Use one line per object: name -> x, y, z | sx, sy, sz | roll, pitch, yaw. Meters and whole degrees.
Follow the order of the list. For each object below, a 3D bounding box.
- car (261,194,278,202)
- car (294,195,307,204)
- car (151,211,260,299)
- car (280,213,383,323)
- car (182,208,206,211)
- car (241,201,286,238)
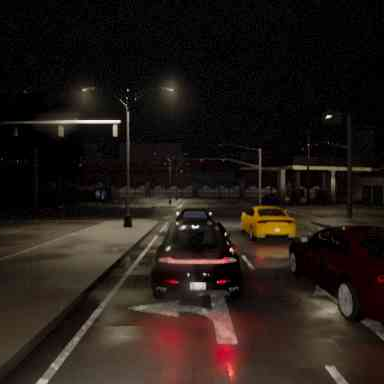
car -> 13.240, 1.154, 56.736 | 2.242, 1.667, 4.611 | 0, 0, 0
car -> 18.986, 1.312, 57.496 | 1.970, 1.475, 3.806 | 0, 0, 0
car -> 0.104, 1.470, 8.398 | 2.128, 1.511, 4.902 | 0, 0, 0
car -> 3.603, 1.459, 7.237 | 1.882, 1.535, 5.008 | 0, 0, 0
car -> 0.111, 1.521, 17.167 | 1.994, 1.385, 4.181 | 0, 0, -1
car -> 3.610, 1.436, 16.490 | 1.882, 1.535, 5.008 | 0, 0, 0
